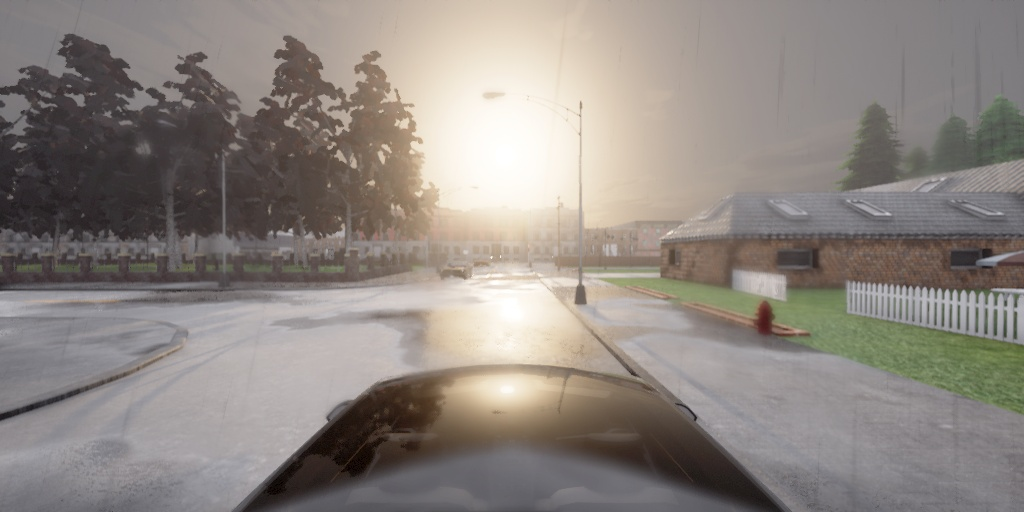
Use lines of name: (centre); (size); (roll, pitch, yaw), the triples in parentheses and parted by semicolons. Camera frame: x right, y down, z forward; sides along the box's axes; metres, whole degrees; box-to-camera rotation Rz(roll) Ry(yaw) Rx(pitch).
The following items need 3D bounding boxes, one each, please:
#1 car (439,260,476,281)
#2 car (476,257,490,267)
car: (-4.098, 1.071, 26.713); (1.895, 1.301, 4.718); (0, 1, 0)
car: (-4.055, 0.822, 48.912); (1.895, 1.301, 4.718); (0, 1, 1)
